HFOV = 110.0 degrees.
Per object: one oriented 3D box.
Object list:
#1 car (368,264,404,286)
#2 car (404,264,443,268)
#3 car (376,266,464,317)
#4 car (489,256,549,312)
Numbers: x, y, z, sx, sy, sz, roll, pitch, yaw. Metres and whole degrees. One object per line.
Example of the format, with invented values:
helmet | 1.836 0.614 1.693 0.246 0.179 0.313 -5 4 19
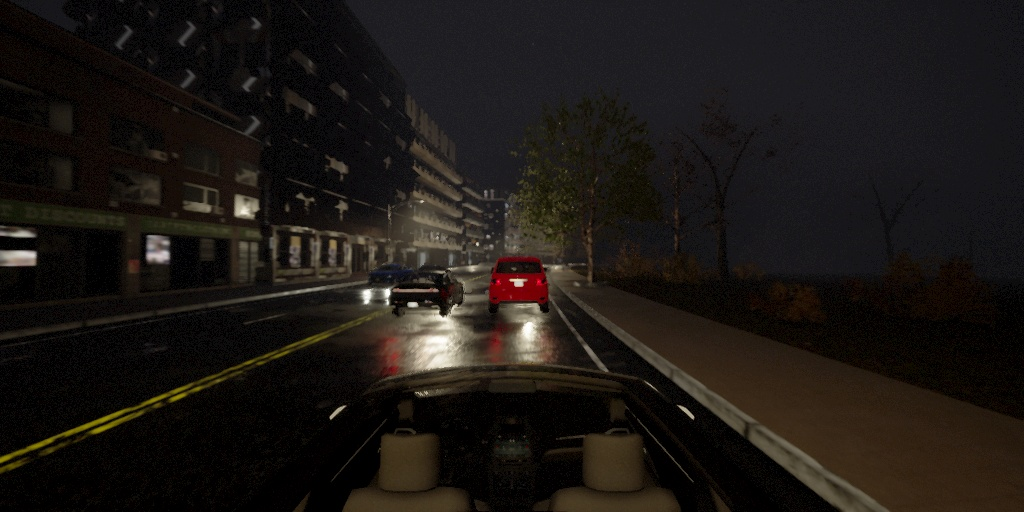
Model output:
car | -9.091 1.363 27.101 1.882 1.535 5.008 0 0 3
car | -5.888 1.359 26.231 1.882 1.535 5.008 0 0 3
car | -2.992 1.299 13.498 2.128 1.511 4.902 0 0 2
car | 0.299 1.039 14.708 2.150 2.045 5.566 0 0 2
